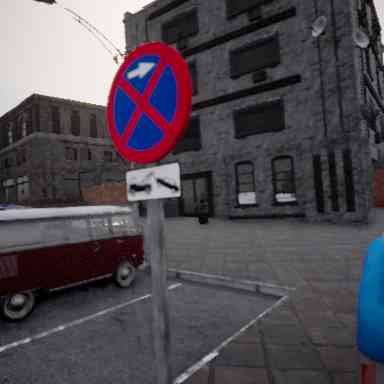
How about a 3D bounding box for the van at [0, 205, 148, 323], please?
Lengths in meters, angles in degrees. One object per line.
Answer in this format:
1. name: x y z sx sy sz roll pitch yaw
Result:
1. van: -2.889 1.333 7.526 1.878 1.987 4.442 -1 0 36
